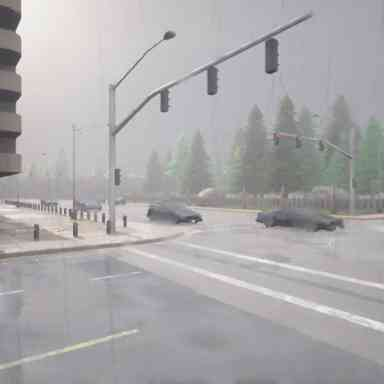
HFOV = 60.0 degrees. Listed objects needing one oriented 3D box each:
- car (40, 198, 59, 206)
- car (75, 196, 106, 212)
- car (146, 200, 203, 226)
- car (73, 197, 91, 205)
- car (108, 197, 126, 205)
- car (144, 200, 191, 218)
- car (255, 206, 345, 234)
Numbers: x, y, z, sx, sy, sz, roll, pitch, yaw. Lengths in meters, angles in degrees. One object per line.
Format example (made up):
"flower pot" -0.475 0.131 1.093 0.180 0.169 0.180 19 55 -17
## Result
"car" -23.477 1.642 54.575 2.033 1.411 5.357 0 0 -36
"car" -12.137 1.577 39.053 1.812 1.442 4.674 0 0 -37
"car" -1.443 1.599 24.492 2.033 1.411 5.357 0 0 -36
"car" -20.812 1.650 62.924 1.895 1.301 4.718 0 0 -36
"car" -13.237 1.574 58.568 1.812 1.442 4.674 0 0 -36
"car" -2.443 1.541 31.776 2.128 1.511 4.902 0 0 -36
"car" 6.255 1.571 19.991 2.033 1.411 5.357 0 0 -36
